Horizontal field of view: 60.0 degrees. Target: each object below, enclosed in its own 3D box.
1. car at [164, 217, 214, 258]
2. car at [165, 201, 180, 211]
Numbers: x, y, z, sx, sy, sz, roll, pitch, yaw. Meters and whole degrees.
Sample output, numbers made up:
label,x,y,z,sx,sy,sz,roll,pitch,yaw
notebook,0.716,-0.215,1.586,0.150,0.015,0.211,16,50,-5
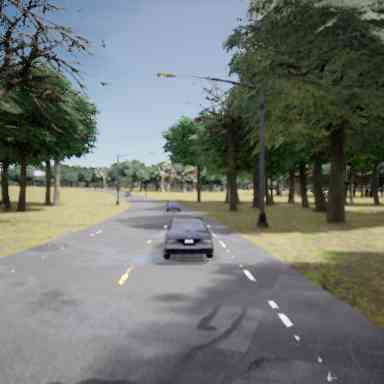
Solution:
label,x,y,z,sx,sy,sz,roll,pitch,yaw
car,-0.182,1.718,13.592,2.033,1.411,5.357,0,-1,-2
car,-2.805,2.007,48.096,2.033,1.411,5.357,0,0,-7
